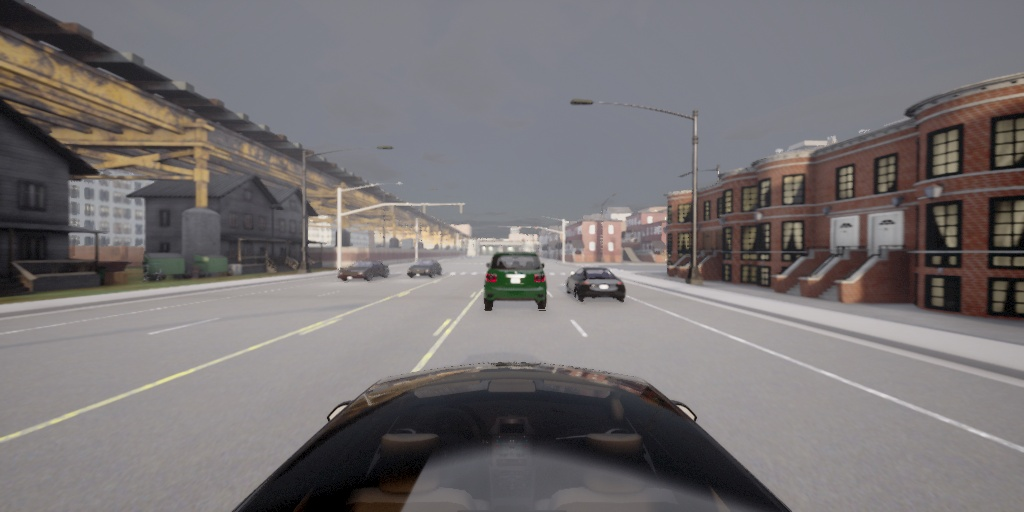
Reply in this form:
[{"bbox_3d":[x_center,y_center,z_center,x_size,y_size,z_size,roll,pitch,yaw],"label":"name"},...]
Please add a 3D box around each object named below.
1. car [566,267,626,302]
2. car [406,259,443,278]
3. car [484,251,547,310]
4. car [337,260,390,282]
[{"bbox_3d":[3.651,1.177,16.233,1.994,1.385,4.181,0,1,0],"label":"car"},{"bbox_3d":[-6.915,0.981,29.082,2.033,1.411,5.357,0,1,1],"label":"car"},{"bbox_3d":[0.128,0.843,14.020,2.150,2.045,5.566,0,1,0],"label":"car"},{"bbox_3d":[-10.463,1.000,25.842,2.033,1.411,5.357,0,1,1],"label":"car"}]
